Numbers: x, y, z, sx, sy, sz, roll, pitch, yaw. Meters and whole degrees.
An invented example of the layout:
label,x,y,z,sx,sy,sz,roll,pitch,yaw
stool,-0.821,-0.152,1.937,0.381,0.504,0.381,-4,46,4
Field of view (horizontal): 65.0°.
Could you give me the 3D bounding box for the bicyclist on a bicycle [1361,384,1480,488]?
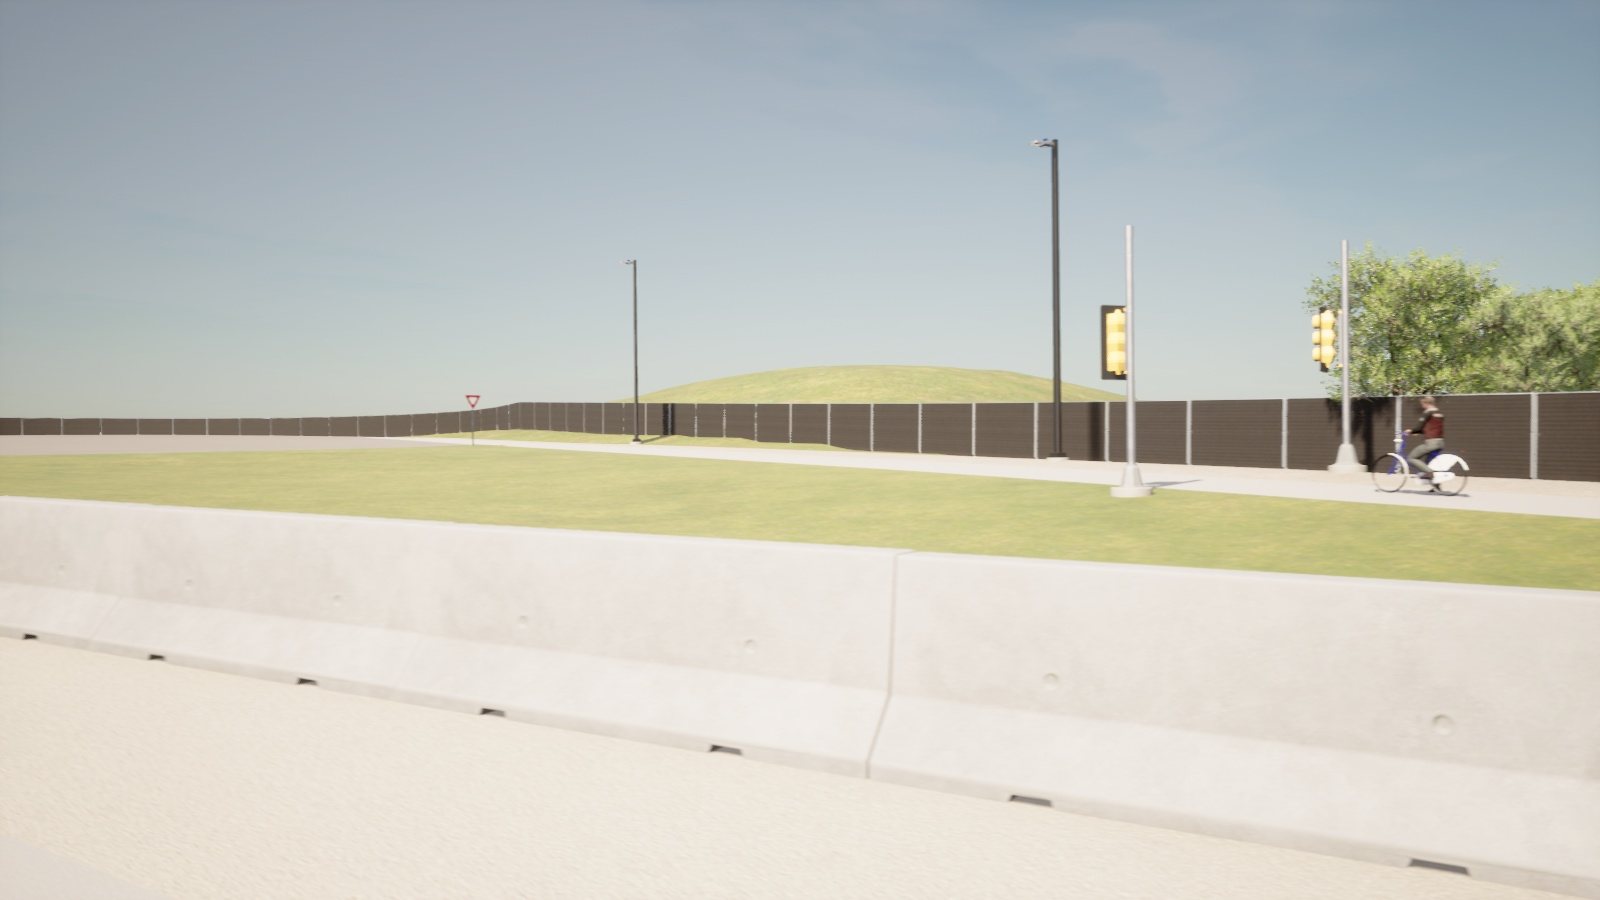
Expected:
label,x,y,z,sx,sy,sz,roll,pitch,yaw
bicyclist on a bicycle,11.026,-0.268,22.386,0.659,1.776,1.843,-2,2,-29
